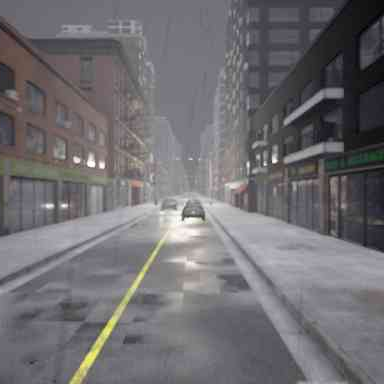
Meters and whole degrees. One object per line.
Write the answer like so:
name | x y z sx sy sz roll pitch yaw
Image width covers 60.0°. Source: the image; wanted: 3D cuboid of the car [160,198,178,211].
car | -2.716 1.512 40.315 1.837 1.490 4.892 0 -1 0

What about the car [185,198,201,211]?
car | 0.131 1.554 43.022 2.033 1.411 5.357 0 0 0

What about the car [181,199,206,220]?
car | 0.109 1.567 27.972 1.994 1.385 4.181 0 0 0
